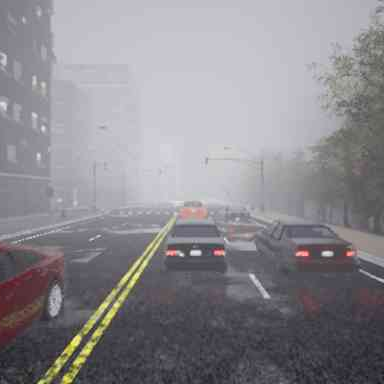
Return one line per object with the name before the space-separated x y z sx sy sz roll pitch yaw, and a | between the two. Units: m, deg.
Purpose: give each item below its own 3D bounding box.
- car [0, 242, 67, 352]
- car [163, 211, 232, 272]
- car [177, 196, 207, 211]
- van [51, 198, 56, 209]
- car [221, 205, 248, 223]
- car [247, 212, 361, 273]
car | -3.351 1.492 4.436 1.882 1.535 5.008 0 0 0
car | 0.097 1.583 10.829 2.033 1.411 5.357 0 0 0
car | 0.095 1.444 26.837 2.097 1.767 4.553 0 0 0
van | -22.726 1.779 50.287 3.998 1.788 1.690 -1 1 -1
car | 3.346 1.691 26.517 1.895 1.301 4.718 0 0 0
car | 3.345 1.582 10.715 2.033 1.411 5.357 0 0 0
